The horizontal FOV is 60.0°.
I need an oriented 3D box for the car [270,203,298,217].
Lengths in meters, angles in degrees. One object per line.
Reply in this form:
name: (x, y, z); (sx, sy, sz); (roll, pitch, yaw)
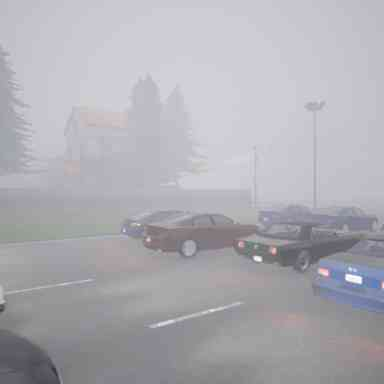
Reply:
car: (6.383, 1.471, 21.218); (5.008, 1.535, 1.882); (0, 0, -36)

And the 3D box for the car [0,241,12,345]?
car: (-5.176, 1.602, 4.419); (4.718, 1.301, 1.895); (0, 0, -35)

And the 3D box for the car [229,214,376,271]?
car: (3.670, 1.598, 10.679); (4.718, 1.301, 1.895); (0, 0, -35)

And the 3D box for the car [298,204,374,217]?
car: (8.326, 1.471, 18.307); (5.008, 1.535, 1.882); (0, 0, -36)

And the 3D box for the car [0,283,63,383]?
car: (-3.154, 1.492, 1.512); (4.902, 1.511, 2.128); (0, 0, -35)

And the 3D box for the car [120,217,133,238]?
car: (-1.087, 1.523, 15.885); (4.674, 1.442, 1.812); (0, 0, -36)

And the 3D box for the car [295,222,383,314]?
car: (4.835, 1.545, 7.204); (5.357, 1.411, 2.033); (0, 0, -35)

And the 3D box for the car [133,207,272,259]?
car: (0.538, 1.475, 12.752); (5.008, 1.535, 1.882); (0, 0, -35)

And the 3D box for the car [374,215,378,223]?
car: (10.797, 1.558, 15.773); (4.181, 1.385, 1.994); (0, 0, -36)
